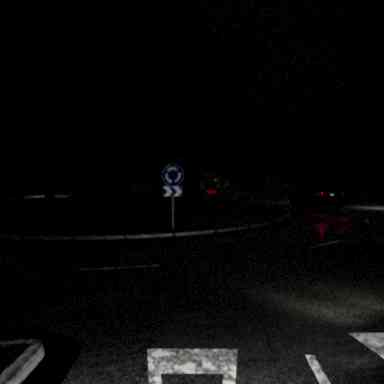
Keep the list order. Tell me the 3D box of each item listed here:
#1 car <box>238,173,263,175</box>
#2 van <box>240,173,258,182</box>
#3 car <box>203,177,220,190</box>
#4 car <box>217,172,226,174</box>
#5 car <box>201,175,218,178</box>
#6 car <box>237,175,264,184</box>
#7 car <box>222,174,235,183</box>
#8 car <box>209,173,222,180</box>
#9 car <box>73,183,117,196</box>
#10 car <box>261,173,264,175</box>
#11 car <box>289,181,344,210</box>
[{"bbox_3d":[12.281,-2.611,71.299,4.553,1.767,2.185,0,4,9],"label":"car"},{"bbox_3d":[14.540,-3.699,84.620,4.442,1.987,1.878,1,4,11],"label":"van"},{"bbox_3d":[3.012,-1.204,53.751,1.837,1.490,4.892,0,4,1],"label":"car"},{"bbox_3d":[7.302,-3.909,88.914,1.837,1.490,4.892,1,4,12],"label":"car"},{"bbox_3d":[3.374,-1.950,64.061,1.882,1.535,5.008,0,4,8],"label":"car"},{"bbox_3d":[11.826,-2.289,68.597,4.892,1.521,2.231,0,4,9],"label":"car"},{"bbox_3d":[8.262,-2.884,76.944,1.837,1.490,4.892,0,4,9],"label":"car"},{"bbox_3d":[5.264,-2.888,77.185,1.882,1.535,5.008,0,4,9],"label":"car"},{"bbox_3d":[-11.244,-0.251,38.715,4.902,1.511,2.128,-1,3,-22],"label":"car"},{"bbox_3d":[13.109,-3.130,76.715,5.566,2.045,2.435,0,4,9],"label":"car"},{"bbox_3d":[9.189,0.162,24.867,2.150,2.045,5.566,1,3,-4],"label":"car"}]
